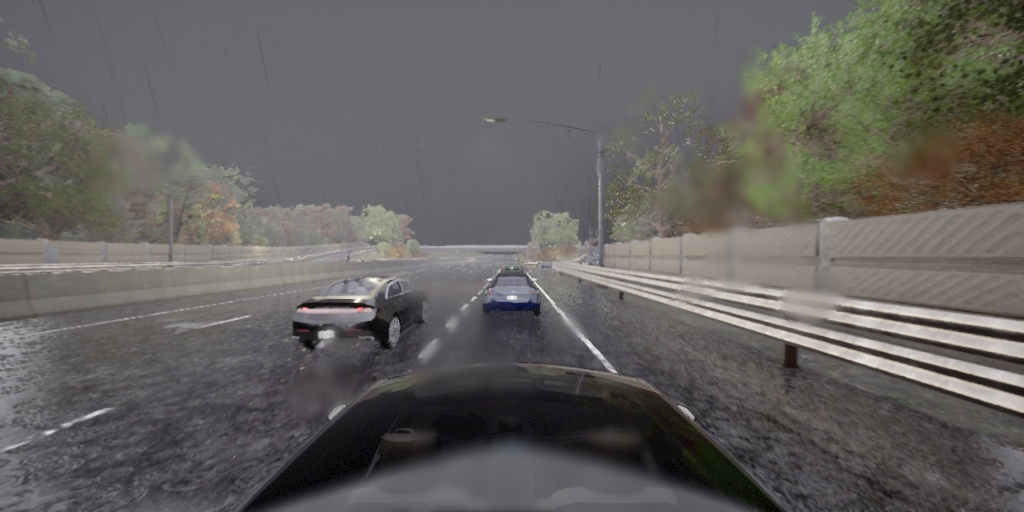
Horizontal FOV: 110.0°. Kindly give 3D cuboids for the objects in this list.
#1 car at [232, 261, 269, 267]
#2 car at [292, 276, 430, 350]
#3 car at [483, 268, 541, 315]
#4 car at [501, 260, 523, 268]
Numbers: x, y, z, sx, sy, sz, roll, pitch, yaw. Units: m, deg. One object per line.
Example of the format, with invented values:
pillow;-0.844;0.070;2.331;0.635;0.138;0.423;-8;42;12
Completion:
car;-24.516;1.262;33.404;2.128;1.511;4.902;0;0;0
car;-3.397;1.244;9.031;2.128;1.511;4.902;0;0;0
car;-0.002;1.320;13.640;1.994;1.385;4.181;0;0;0
car;0.017;1.125;35.040;2.097;1.767;4.553;0;0;0
